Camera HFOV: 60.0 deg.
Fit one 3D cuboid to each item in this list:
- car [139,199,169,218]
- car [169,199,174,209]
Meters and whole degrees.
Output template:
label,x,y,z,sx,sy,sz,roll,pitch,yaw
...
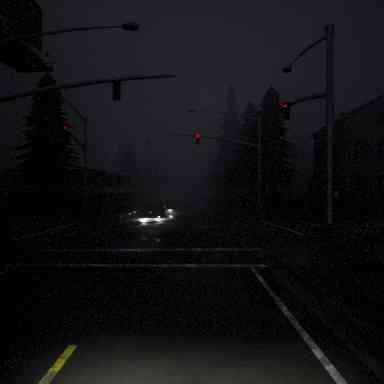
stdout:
label,x,y,z,sx,sy,sz,roll,pitch,yaw
car,-3.516,1.563,30.062,1.994,1.385,4.181,0,0,0
car,-3.461,1.599,44.763,1.895,1.301,4.718,0,0,0
